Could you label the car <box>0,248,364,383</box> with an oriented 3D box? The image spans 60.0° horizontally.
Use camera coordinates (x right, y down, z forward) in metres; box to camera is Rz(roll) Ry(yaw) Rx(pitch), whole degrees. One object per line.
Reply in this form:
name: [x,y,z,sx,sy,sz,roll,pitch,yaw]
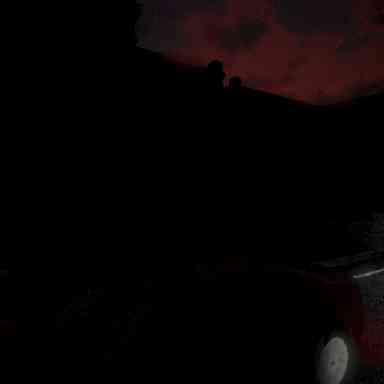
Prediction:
car: [-0.172,1.459,3.549,5.008,1.535,1.882,-1,1,-35]
